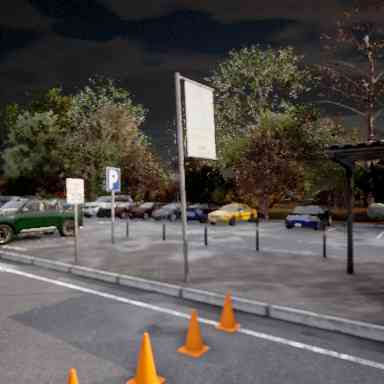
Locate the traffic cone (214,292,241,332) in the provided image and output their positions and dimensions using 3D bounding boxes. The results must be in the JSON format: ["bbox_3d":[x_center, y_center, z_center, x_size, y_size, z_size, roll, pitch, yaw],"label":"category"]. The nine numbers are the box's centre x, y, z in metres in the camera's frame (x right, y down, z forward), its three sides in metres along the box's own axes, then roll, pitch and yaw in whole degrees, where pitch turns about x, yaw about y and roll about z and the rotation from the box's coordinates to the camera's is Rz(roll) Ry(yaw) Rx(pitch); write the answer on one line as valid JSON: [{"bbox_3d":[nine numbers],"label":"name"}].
[{"bbox_3d":[0.600,1.976,5.590,0.340,0.580,0.340,0,0,36],"label":"traffic cone"}]

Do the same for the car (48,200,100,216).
[{"bbox_3d":[-12.730,1.692,36.075,2.097,1.535,5.008,0,0,35],"label":"car"}]

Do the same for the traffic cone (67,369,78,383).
[{"bbox_3d":[-1.130,1.976,3.146,0.340,0.580,0.340,0,0,35],"label":"traffic cone"}]

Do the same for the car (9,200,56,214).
[{"bbox_3d":[-19.516,1.753,40.909,2.163,1.488,4.792,0,0,35],"label":"car"}]

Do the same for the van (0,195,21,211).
[{"bbox_3d":[-26.268,1.499,45.785,1.878,1.987,4.442,0,0,35],"label":"van"}]

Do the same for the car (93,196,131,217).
[{"bbox_3d":[-8.209,1.406,32.854,2.435,2.045,5.566,0,0,35],"label":"car"}]

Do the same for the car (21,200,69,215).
[{"bbox_3d":[-17.276,1.748,39.256,2.163,1.488,4.792,0,0,35],"label":"car"}]

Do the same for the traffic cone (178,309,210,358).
[{"bbox_3d":[0.024,1.976,4.776,0.340,0.580,0.340,0,0,35],"label":"traffic cone"}]

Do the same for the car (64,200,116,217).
[{"bbox_3d":[-10.461,1.677,34.472,2.231,1.521,4.892,0,0,35],"label":"car"}]

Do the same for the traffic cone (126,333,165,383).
[{"bbox_3d":[-0.553,1.976,3.961,0.340,0.580,0.340,0,0,35],"label":"traffic cone"}]

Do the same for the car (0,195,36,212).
[{"bbox_3d":[-24.051,1.477,44.112,2.435,2.045,5.566,0,0,35],"label":"car"}]

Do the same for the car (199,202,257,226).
[{"bbox_3d":[3.038,1.563,24.720,1.946,1.575,5.366,0,0,35],"label":"car"}]

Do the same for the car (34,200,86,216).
[{"bbox_3d":[-14.889,1.702,37.832,1.946,1.575,5.366,0,0,35],"label":"car"}]

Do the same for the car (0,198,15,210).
[{"bbox_3d":[-28.495,1.719,47.443,1.946,1.575,5.366,0,0,35],"label":"car"}]

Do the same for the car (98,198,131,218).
[{"bbox_3d":[-5.921,1.639,31.280,2.097,1.535,5.008,0,0,35],"label":"car"}]

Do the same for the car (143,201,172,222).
[{"bbox_3d":[-1.385,1.603,28.079,2.231,1.521,4.892,0,0,35],"label":"car"}]

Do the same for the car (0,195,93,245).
[{"bbox_3d":[-8.241,1.345,16.865,2.435,2.045,5.566,0,0,35],"label":"car"}]

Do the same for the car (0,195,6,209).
[{"bbox_3d":[-30.853,1.467,48.915,2.435,2.045,5.566,0,0,35],"label":"car"}]

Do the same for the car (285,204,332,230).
[{"bbox_3d":[7.663,1.558,21.645,2.163,1.488,4.792,0,0,35],"label":"car"}]

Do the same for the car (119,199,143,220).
[{"bbox_3d":[-3.653,1.621,29.679,2.097,1.535,5.008,0,0,35],"label":"car"}]

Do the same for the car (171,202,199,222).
[{"bbox_3d":[0.895,1.614,26.496,2.163,1.488,4.792,0,0,35],"label":"car"}]
